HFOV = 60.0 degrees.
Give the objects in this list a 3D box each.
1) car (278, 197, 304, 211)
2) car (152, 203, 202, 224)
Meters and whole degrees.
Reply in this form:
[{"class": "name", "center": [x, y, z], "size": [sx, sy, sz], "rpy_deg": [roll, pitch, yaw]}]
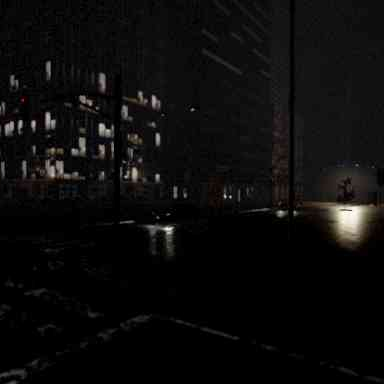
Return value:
[{"class": "car", "center": [13.176, 1.477, 44.225], "size": [2.097, 1.767, 4.553], "rpy_deg": [1, 0, 37]}, {"class": "car", "center": [-1.018, 1.543, 25.302], "size": [1.812, 1.442, 4.674], "rpy_deg": [1, 0, 37]}]
